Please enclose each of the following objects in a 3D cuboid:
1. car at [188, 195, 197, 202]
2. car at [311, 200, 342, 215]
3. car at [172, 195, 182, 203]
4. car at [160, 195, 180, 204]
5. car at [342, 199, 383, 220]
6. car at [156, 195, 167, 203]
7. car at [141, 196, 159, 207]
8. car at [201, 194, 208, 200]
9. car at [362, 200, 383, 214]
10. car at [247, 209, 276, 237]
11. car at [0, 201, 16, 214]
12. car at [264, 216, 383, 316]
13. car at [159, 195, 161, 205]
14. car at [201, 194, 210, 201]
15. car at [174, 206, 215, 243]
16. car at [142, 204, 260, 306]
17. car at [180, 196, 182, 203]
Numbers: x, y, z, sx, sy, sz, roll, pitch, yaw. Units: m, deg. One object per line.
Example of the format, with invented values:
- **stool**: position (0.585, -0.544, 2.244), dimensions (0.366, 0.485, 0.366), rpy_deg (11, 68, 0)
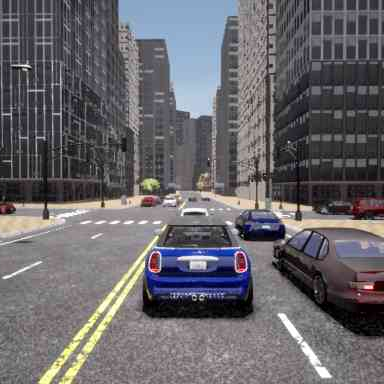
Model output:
- **car**: position (0.127, 1.455, 77.323), dimensions (2.128, 1.511, 4.902), rpy_deg (0, 0, 0)
- **car**: position (15.011, 1.605, 34.649), dimensions (4.892, 1.490, 1.837), rpy_deg (1, 1, 1)
- **car**: position (-3.137, 1.418, 69.709), dimensions (1.882, 1.535, 5.008), rpy_deg (0, 0, 0)
- **car**: position (-3.260, 1.490, 49.802), dimensions (1.812, 1.442, 4.674), rpy_deg (0, 0, 0)
- **car**: position (16.248, 1.519, 28.806), dimensions (5.009, 1.841, 2.192), rpy_deg (1, 0, 1)
- **car**: position (-6.386, 1.417, 70.348), dimensions (1.882, 1.535, 5.008), rpy_deg (0, 0, 0)
- **car**: position (-6.509, 1.442, 50.051), dimensions (1.882, 1.535, 5.008), rpy_deg (0, 0, 0)
- **car**: position (3.397, 1.266, 90.034), dimensions (1.812, 1.442, 4.674), rpy_deg (0, 0, 0)
- **car**: position (21.870, 1.643, 37.084), dimensions (4.829, 1.417, 1.752), rpy_deg (1, 0, 1)
- **car**: position (3.376, 1.555, 17.057), dimensions (1.994, 1.385, 4.181), rpy_deg (0, 0, 0)
- **car**: position (-19.341, 1.408, 32.038), dimensions (4.181, 1.385, 1.994), rpy_deg (1, 1, 1)
- **car**: position (3.362, 1.544, 7.817), dimensions (2.033, 1.411, 5.357), rpy_deg (0, 0, 0)
- **car**: position (-6.479, 1.500, 59.978), dimensions (2.033, 1.411, 5.357), rpy_deg (0, 0, 0)
- **car**: position (3.381, 1.513, 80.062), dimensions (1.895, 1.301, 4.718), rpy_deg (0, 0, 0)
- **car**: position (0.127, 1.517, 17.015), dimensions (1.812, 1.442, 4.674), rpy_deg (0, 0, 0)
- **car**: position (0.113, 1.348, 8.158), dimensions (2.097, 1.767, 4.553), rpy_deg (0, 0, 0)
- **car**: position (-3.230, 1.501, 59.493), dimensions (2.033, 1.411, 5.357), rpy_deg (0, 0, 0)
